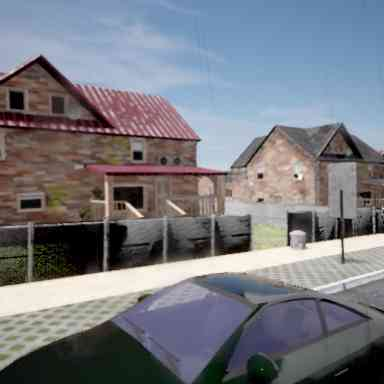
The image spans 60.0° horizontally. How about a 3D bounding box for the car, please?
[{"bbox_3d":[0.310,1.571,3.186,4.181,1.385,1.994,0,0,-35],"label":"car"}]
